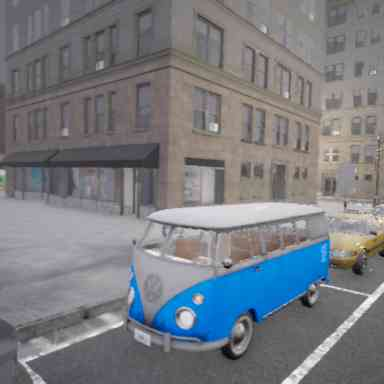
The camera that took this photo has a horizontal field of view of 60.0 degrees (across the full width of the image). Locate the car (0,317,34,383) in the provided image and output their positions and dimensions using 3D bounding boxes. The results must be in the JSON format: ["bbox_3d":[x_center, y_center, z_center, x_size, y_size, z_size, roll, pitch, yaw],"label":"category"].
[{"bbox_3d":[-2.909,1.400,1.107,2.008,1.369,4.403,4,3,41],"label":"car"}]

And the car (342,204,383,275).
[{"bbox_3d":[4.454,1.199,9.501,1.752,1.417,4.829,4,3,41],"label":"car"}]

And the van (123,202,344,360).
[{"bbox_3d":[0.833,1.103,5.359,1.690,1.788,3.998,4,3,41],"label":"van"}]
